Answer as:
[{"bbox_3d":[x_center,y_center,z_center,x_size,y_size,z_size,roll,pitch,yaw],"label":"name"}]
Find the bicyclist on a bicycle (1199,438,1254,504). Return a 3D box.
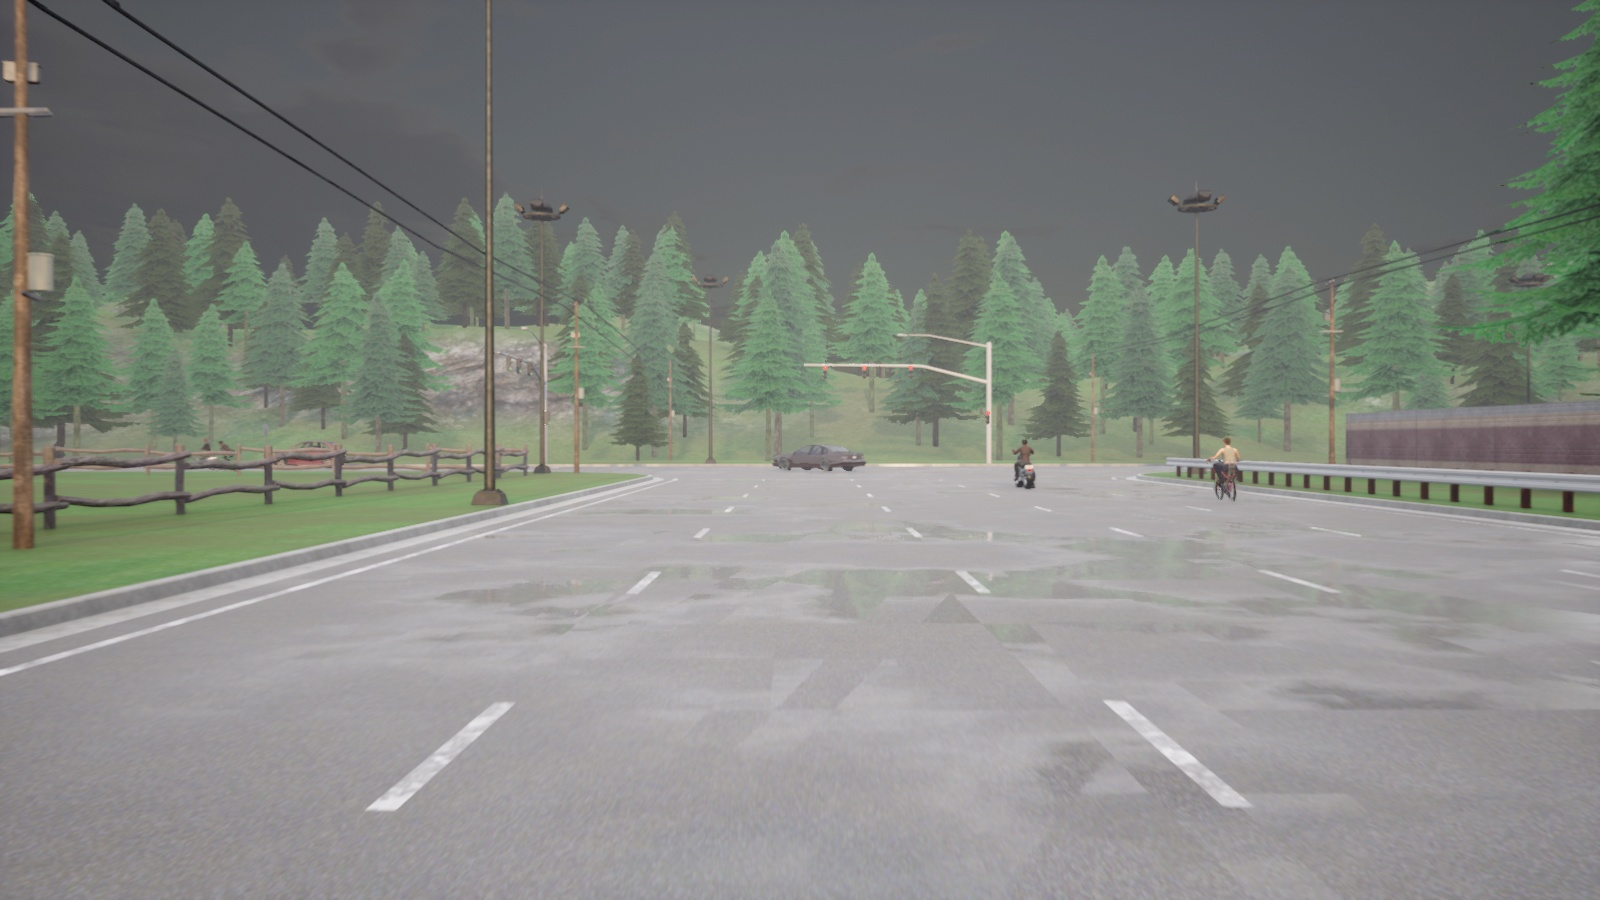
[{"bbox_3d":[10.691,0.501,31.504,0.866,1.612,1.509,0,0,1],"label":"bicyclist on a bicycle"}]

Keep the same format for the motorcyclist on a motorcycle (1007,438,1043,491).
[{"bbox_3d":[7.247,0.457,40.580,0.766,1.649,2.350,0,0,0],"label":"motorcyclist on a motorcycle"}]

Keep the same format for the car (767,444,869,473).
[{"bbox_3d":[0.899,0.403,64.684,2.033,1.411,5.357,0,0,-45],"label":"car"}]

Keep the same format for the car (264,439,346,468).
[{"bbox_3d":[-28.539,0.183,72.494,3.988,1.617,1.851,0,0,1],"label":"car"}]
